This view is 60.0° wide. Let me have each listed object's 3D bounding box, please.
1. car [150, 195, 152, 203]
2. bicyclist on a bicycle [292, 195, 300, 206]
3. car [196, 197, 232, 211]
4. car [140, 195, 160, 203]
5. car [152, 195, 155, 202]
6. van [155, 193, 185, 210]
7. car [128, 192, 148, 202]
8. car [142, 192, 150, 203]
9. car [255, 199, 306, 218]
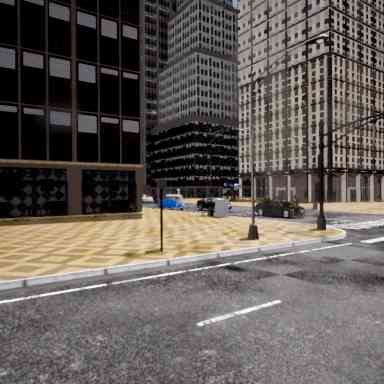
[{"bbox_3d":[-4.755,1.035,57.975,2.192,1.841,5.009,0,0,-34],"label":"car"},{"bbox_3d":[11.987,1.118,38.432,1.656,1.620,0.582,-1,1,-34],"label":"bicyclist on a bicycle"},{"bbox_3d":[2.407,1.362,37.015,2.128,1.511,4.902,-1,1,-34],"label":"car"},{"bbox_3d":[-7.855,1.238,62.567,1.887,1.381,4.507,0,0,-34],"label":"car"},{"bbox_3d":[-3.242,1.348,45.395,1.812,1.442,4.674,-1,1,-34],"label":"car"},{"bbox_3d":[-2.401,1.210,39.514,1.690,1.788,3.998,0,0,-34],"label":"van"},{"bbox_3d":[-10.955,0.981,67.157,2.192,1.841,5.009,0,0,-34],"label":"car"},{"bbox_3d":[-8.578,1.253,59.002,1.812,1.442,4.674,-1,1,-34],"label":"car"},{"bbox_3d":[7.679,1.419,29.205,1.837,1.490,4.892,-1,1,-34],"label":"car"}]
